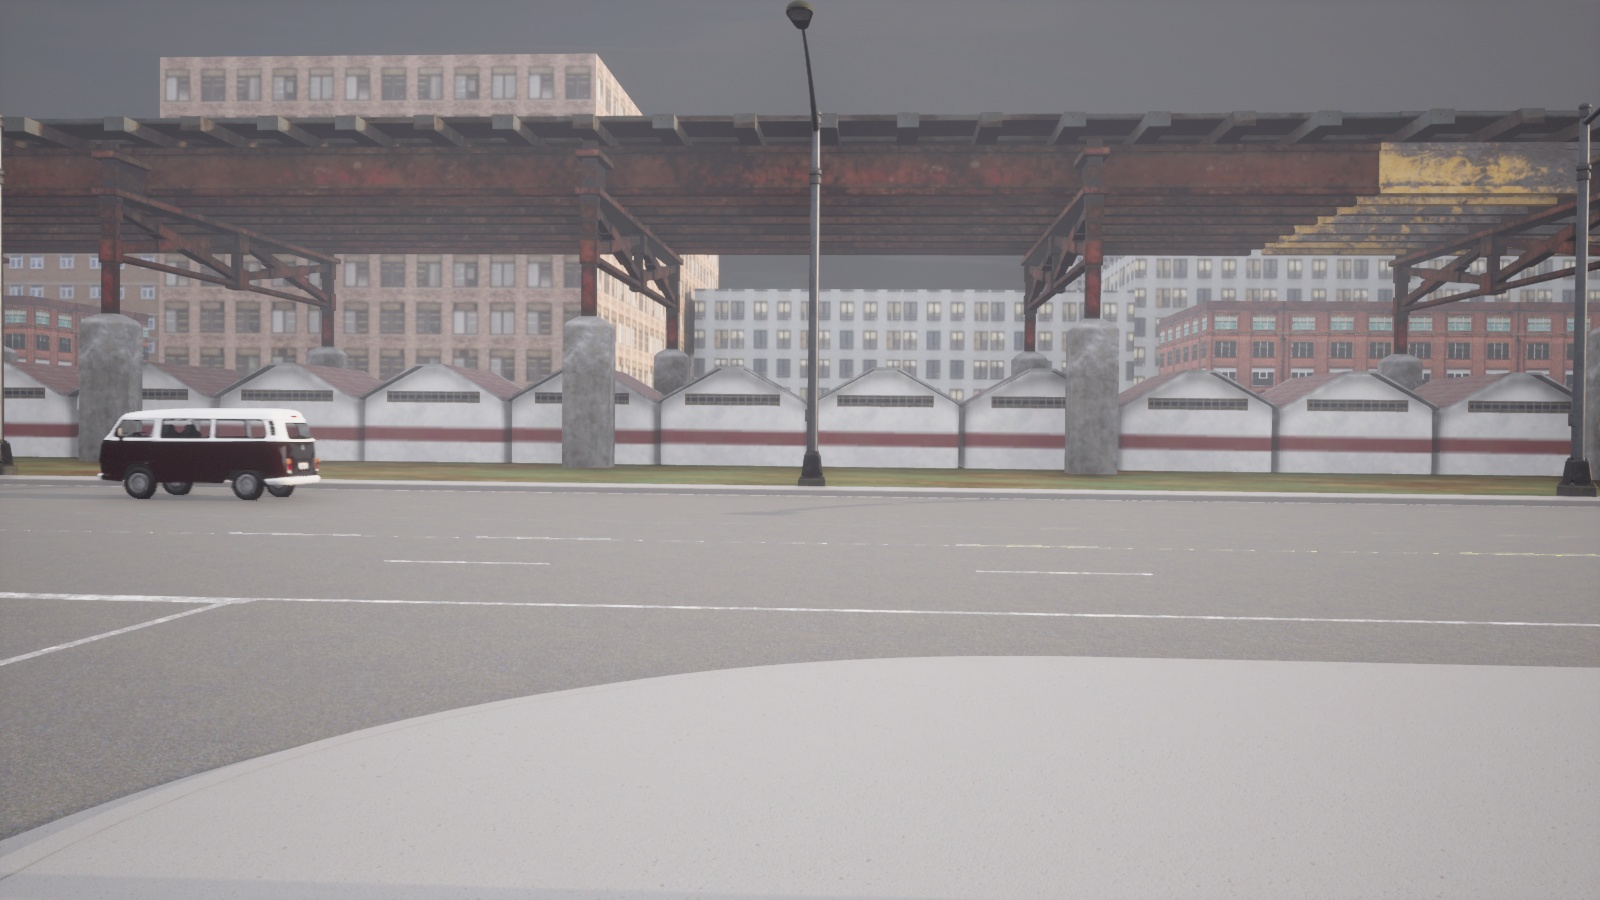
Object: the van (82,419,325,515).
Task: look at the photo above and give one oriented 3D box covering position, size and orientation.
[{"bbox_3d":[-13.376,0.357,28.341,4.480,2.038,2.069,-1,1,4],"label":"van"}]
